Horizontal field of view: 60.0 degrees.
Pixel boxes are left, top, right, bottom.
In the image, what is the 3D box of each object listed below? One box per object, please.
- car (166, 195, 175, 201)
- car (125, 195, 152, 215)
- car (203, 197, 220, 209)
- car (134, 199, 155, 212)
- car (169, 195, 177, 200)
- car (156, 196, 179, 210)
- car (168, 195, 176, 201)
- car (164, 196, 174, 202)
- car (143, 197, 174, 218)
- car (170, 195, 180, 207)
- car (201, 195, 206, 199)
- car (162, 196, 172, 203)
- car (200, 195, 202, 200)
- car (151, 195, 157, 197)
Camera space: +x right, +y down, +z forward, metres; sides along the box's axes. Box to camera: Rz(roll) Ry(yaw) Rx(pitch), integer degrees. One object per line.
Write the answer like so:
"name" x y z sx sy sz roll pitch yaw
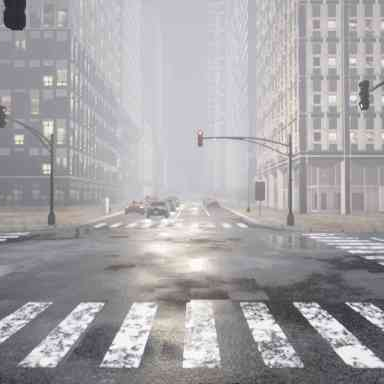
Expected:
"car" -5.358 1.577 83.940 1.887 1.381 4.507 1 0 0
"car" -5.546 1.452 33.764 1.967 1.590 4.097 1 0 0
"car" 2.873 1.599 44.944 1.802 1.307 4.206 1 0 0
"car" -5.528 1.596 39.339 1.802 1.307 4.206 1 0 0
"car" -5.316 1.604 95.090 1.947 1.339 4.313 1 0 0
"car" -2.948 1.519 39.752 1.837 1.490 4.892 0 0 0
"car" -5.337 1.586 89.515 2.008 1.369 4.403 1 0 0
"car" -5.379 1.581 78.365 2.008 1.369 4.403 1 0 0
"car" -2.985 1.516 30.302 1.837 1.490 4.892 0 0 0
"car" -2.904 1.371 49.826 2.097 1.767 4.553 0 0 0
"car" 2.918 1.547 56.270 1.752 1.417 4.829 1 0 0
"car" -5.400 1.572 72.790 1.887 1.381 4.507 1 0 0
"car" 2.938 1.589 61.677 1.947 1.339 4.313 1 0 0
"car" -5.501 1.332 44.915 2.192 1.841 5.009 1 0 0
